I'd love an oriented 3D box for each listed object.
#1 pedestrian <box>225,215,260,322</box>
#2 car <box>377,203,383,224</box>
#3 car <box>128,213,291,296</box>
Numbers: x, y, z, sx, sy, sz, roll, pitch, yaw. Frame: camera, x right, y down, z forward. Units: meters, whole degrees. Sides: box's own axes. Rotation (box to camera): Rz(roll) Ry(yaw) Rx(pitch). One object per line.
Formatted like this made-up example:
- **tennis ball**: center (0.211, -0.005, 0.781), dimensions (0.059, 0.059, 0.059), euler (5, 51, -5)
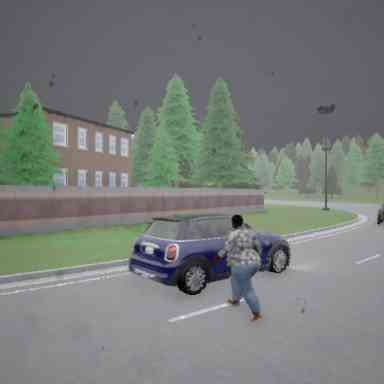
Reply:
- **pedestrian**: center (0.906, 1.294, 5.989), dimensions (0.375, 1.860, 0.375), euler (0, 0, -38)
- **car**: center (14.766, 1.351, 24.023), dimensions (2.097, 1.767, 4.553), euler (0, 0, 35)
- **car**: center (0.659, 1.352, 8.957), dimensions (4.553, 1.767, 2.097), euler (0, 0, -40)
